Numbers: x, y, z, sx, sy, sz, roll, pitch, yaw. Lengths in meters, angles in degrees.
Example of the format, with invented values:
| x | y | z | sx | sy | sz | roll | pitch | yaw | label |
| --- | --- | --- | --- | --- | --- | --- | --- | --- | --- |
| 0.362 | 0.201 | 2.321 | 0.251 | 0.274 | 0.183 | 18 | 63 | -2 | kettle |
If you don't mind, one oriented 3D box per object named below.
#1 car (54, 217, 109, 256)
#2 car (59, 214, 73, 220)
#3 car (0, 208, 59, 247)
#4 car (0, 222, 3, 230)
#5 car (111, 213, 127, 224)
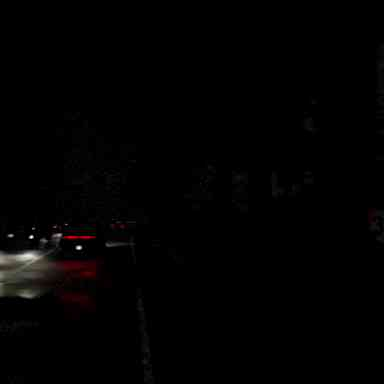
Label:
| x | y | z | sx | sy | sz | roll | pitch | yaw | label |
| --- | --- | --- | --- | --- | --- | --- | --- | --- | --- |
| -5.305 | 2.221 | 16.504 | 1.837 | 1.490 | 4.892 | 2 | -3 | -12 | car |
| -11.587 | 2.740 | 29.616 | 1.837 | 1.490 | 4.892 | 2 | -3 | -9 | car |
| -9.689 | 1.977 | 19.523 | 2.150 | 2.045 | 5.566 | 2 | -3 | -11 | car |
| -7.487 | 1.809 | 9.776 | 1.837 | 1.490 | 4.892 | 2 | -3 | -14 | car |
| -10.298 | 3.707 | 46.986 | 1.812 | 1.442 | 4.674 | 2 | -3 | -6 | car |
